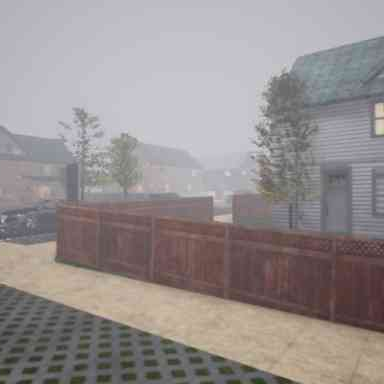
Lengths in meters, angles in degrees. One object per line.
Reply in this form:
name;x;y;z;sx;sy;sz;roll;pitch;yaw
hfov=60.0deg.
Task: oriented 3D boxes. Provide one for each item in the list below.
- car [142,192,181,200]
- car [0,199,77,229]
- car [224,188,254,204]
car;-2.689;0.811;27.440;2.097;1.767;4.553;-1;1;36
car;-8.445;1.186;19.441;2.128;1.511;4.902;-1;1;36
car;5.635;0.472;38.981;2.097;1.767;4.553;-1;1;36
